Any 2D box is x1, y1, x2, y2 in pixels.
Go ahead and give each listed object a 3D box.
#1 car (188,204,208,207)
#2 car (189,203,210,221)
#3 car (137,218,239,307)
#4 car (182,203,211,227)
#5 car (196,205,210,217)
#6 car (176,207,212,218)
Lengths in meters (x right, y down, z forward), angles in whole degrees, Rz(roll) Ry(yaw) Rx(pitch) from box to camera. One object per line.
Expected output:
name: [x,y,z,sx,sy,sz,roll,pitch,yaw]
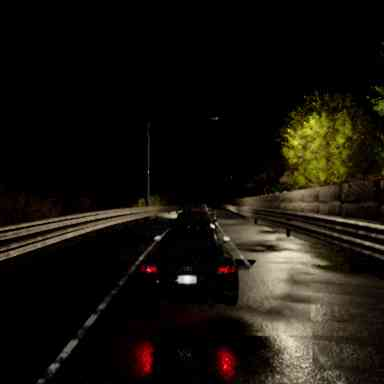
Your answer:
car: [0.183,1.702,20.258,2.128,1.511,4.902,0,-2,1]
car: [0.866,2.067,35.217,2.097,1.767,4.553,0,-2,3]
car: [-0.006,1.555,7.968,1.994,1.385,4.181,0,0,2]
car: [0.370,1.762,26.391,2.097,1.767,4.553,0,-2,2]
car: [1.599,2.588,46.652,1.882,1.535,5.008,0,-2,4]
car: [0.070,1.575,14.354,1.837,1.490,4.892,0,-1,1]
